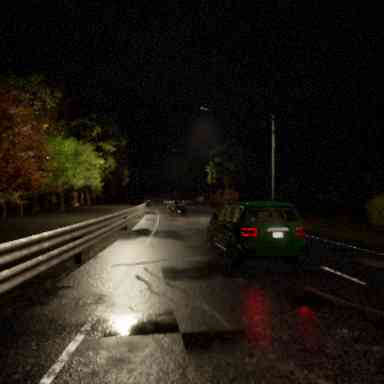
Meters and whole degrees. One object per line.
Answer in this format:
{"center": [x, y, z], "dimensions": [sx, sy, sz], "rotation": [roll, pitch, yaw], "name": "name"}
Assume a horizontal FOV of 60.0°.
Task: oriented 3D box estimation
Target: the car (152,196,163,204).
{"center": [-7.814, 2.172, 78.873], "dimensions": [1.837, 1.490, 4.892], "rotation": [0, 0, -8], "name": "car"}

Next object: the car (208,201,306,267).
{"center": [2.071, 1.350, 12.175], "dimensions": [2.150, 2.045, 5.566], "rotation": [0, -1, -8], "name": "car"}

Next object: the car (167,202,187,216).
{"center": [-1.735, 1.857, 37.861], "dimensions": [1.837, 1.490, 4.892], "rotation": [0, 0, -8], "name": "car"}
